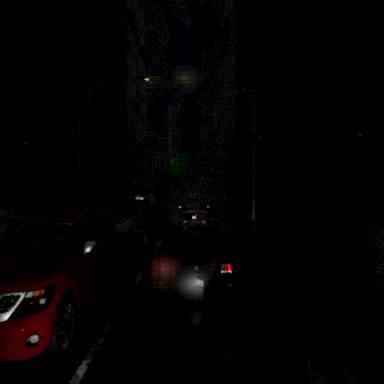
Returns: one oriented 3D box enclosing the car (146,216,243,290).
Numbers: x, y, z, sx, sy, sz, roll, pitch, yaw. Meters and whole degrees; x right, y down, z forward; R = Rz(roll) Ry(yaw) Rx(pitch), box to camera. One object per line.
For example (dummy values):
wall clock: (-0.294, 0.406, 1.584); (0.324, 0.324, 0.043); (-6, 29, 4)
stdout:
car: (0.100, 1.559, 8.936); (1.895, 1.301, 4.718); (0, 0, 0)

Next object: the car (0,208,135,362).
car: (-2.634, 1.286, 6.126); (2.192, 1.841, 5.009); (0, 0, 0)

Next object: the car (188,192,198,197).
car: (0.108, 1.223, 75.496); (1.837, 1.490, 4.892); (0, 0, 0)

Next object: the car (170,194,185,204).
car: (-2.736, 1.336, 58.446); (1.994, 1.385, 4.181); (0, 0, 1)

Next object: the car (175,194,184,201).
car: (-2.646, 1.234, 73.763); (1.837, 1.490, 4.892); (0, 0, 0)

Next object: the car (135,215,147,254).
car: (-2.634, 1.496, 11.741); (2.008, 1.369, 4.403); (0, 0, 0)

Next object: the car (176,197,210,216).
car: (0.185, 1.373, 22.664); (1.882, 1.535, 5.008); (0, 0, 1)
